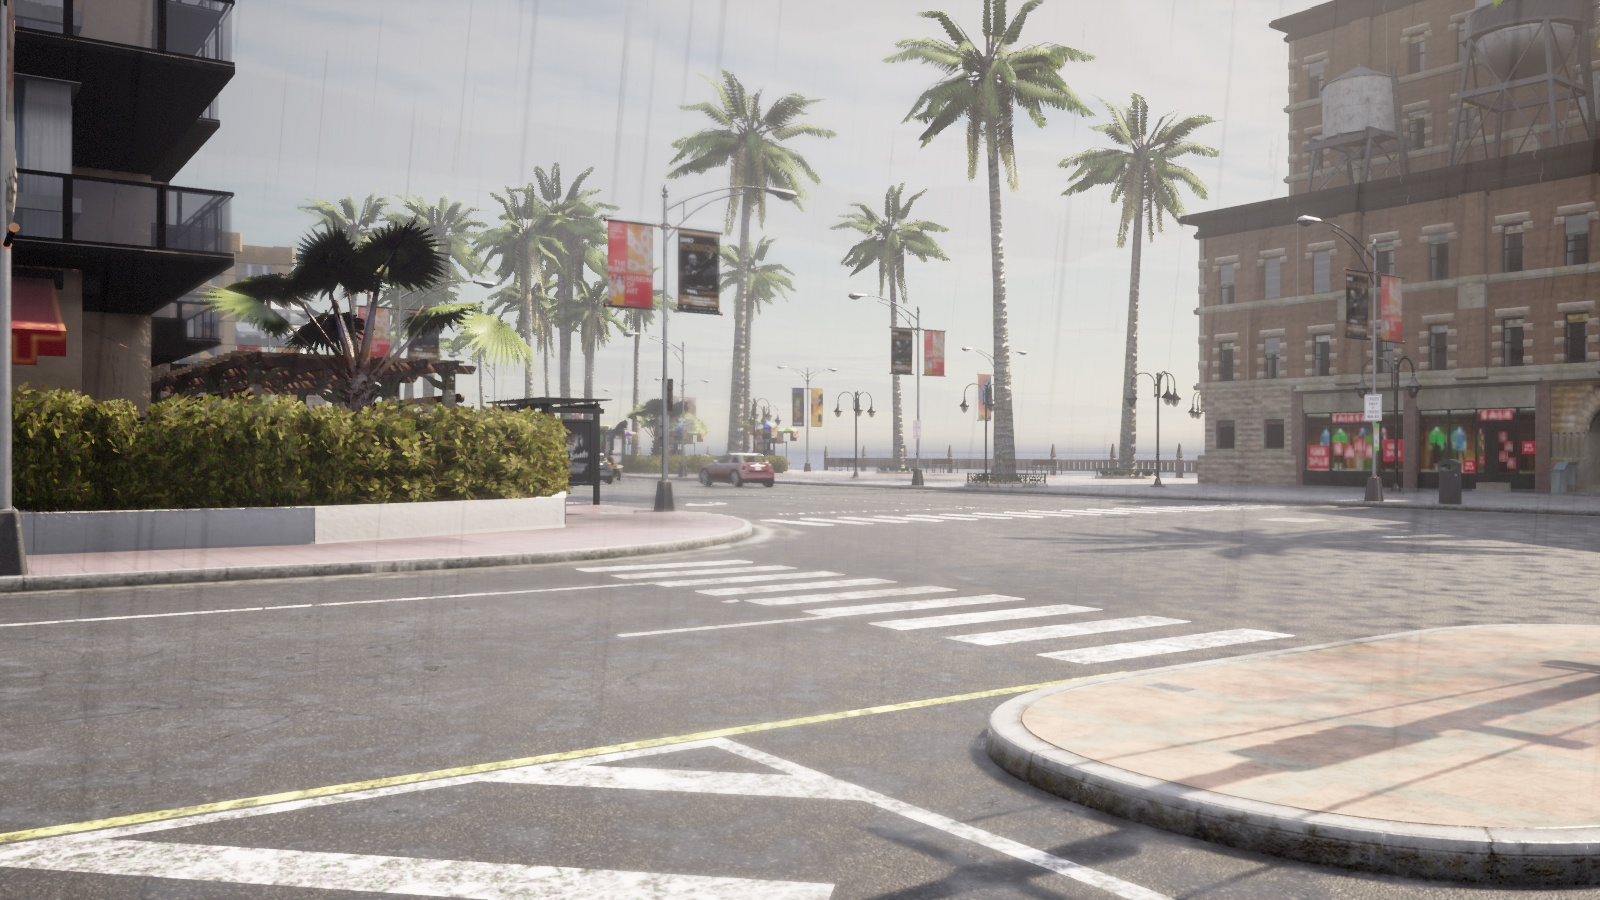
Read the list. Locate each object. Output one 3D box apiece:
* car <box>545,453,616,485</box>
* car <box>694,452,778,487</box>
[{"bbox_3d":[-10.547,0.880,60.241,1.970,1.475,3.806,0,0,-34],"label":"car"},{"bbox_3d":[-2.844,0.851,55.175,1.970,1.475,3.806,0,0,-34],"label":"car"}]
